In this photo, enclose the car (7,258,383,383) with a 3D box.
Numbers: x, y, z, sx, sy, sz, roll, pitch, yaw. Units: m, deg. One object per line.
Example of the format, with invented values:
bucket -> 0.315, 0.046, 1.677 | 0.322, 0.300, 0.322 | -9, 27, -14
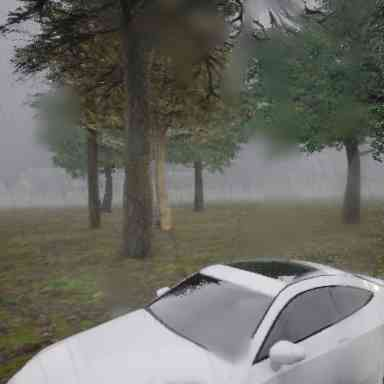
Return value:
car -> 0.635, 1.527, 3.521 | 4.674, 1.442, 1.812 | 0, 0, -35
